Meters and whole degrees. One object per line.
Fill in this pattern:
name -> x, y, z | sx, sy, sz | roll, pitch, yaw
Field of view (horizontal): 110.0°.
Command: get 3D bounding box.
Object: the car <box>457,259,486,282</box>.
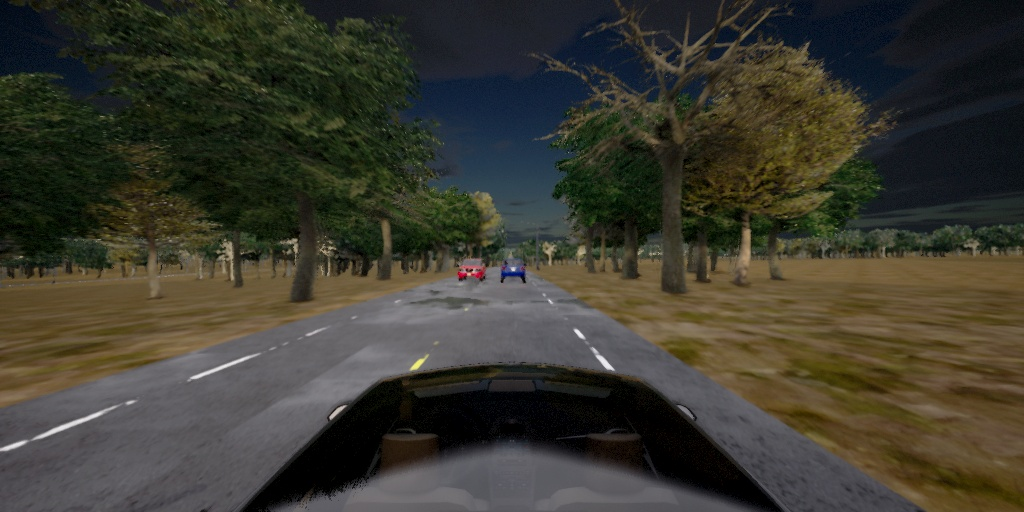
car -> -3.579, 1.245, 32.873 | 2.150, 2.045, 5.566 | 0, -1, 0

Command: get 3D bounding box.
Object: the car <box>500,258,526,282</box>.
car -> 0.098, 1.230, 32.005 | 2.150, 2.045, 5.566 | 0, -1, 0
